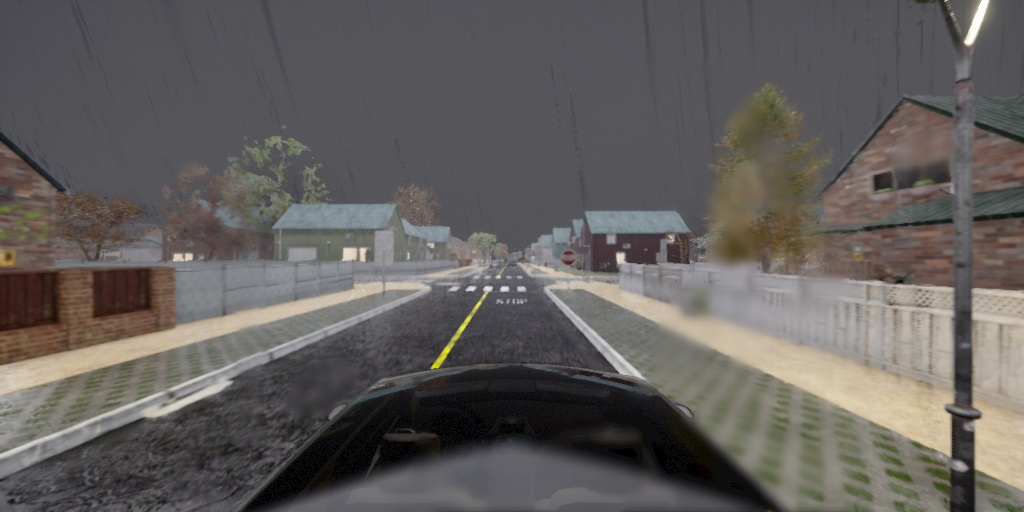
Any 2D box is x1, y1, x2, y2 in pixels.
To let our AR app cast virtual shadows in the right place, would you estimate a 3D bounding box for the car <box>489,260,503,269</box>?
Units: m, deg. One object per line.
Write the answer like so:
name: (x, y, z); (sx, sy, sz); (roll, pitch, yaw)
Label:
car: (-2.786, 1.369, 60.370); (2.128, 1.511, 4.902); (0, 0, 1)
